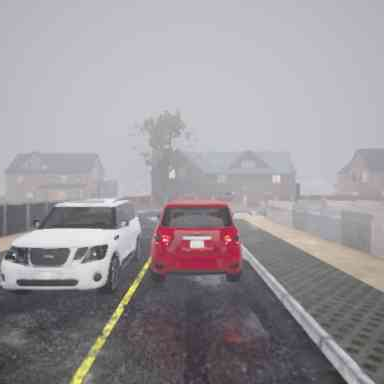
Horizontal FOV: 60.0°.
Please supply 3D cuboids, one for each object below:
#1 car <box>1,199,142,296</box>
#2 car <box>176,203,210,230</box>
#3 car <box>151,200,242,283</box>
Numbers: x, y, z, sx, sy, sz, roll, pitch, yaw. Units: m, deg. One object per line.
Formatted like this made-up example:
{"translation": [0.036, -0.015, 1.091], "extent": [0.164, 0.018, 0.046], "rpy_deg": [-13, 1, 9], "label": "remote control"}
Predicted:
{"translation": [-2.751, 1.227, 9.044], "extent": [2.150, 2.045, 5.566], "rpy_deg": [0, 0, 0], "label": "car"}
{"translation": [0.132, 1.570, 22.822], "extent": [2.033, 1.411, 5.357], "rpy_deg": [0, 0, 2], "label": "car"}
{"translation": [0.100, 1.226, 9.798], "extent": [2.150, 2.045, 5.566], "rpy_deg": [0, 0, 0], "label": "car"}
